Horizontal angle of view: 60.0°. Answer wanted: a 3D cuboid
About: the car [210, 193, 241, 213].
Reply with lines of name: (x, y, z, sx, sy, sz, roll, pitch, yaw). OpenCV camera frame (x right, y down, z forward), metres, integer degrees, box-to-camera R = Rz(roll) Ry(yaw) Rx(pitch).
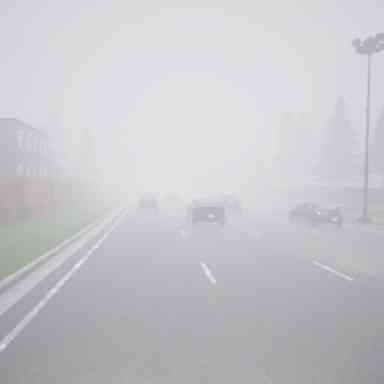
car: (3.036, 0.916, 30.693, 2.097, 1.767, 4.553, 1, 1, -8)

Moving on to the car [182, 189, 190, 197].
car: (-1.325, 0.543, 63.705, 1.895, 1.301, 4.718, 1, 1, -8)

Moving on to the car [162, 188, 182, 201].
car: (-3.129, 0.593, 50.654, 1.882, 1.535, 5.008, 1, 1, -8)

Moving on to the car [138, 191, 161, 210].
car: (-4.158, 0.947, 31.704, 2.033, 1.411, 5.357, 1, 1, -8)

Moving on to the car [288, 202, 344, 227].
car: (7.814, 1.343, 21.235, 1.812, 1.442, 4.674, 1, 1, -7)

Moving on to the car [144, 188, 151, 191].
car: (-8.251, 0.362, 62.723, 2.033, 1.411, 5.357, 1, 1, -8)

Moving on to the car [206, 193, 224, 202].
car: (3.623, 0.819, 52.963, 1.895, 1.301, 4.718, 1, 1, -8)

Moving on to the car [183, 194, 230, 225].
car: (0.760, 1.150, 21.139, 1.882, 1.535, 5.008, 1, 1, -7)
